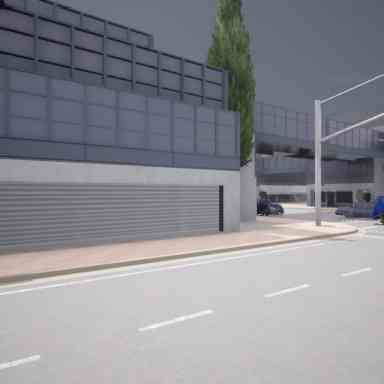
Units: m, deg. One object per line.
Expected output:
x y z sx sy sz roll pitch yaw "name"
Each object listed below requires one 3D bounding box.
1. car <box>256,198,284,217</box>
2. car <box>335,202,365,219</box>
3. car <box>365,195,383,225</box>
6.529 1.352 31.716 2.097 1.767 4.553 0 0 -37 "car"
14.540 1.547 27.072 2.033 1.411 5.357 0 0 -40 "car"
14.547 1.224 21.151 2.150 2.045 5.566 0 0 -38 "car"
